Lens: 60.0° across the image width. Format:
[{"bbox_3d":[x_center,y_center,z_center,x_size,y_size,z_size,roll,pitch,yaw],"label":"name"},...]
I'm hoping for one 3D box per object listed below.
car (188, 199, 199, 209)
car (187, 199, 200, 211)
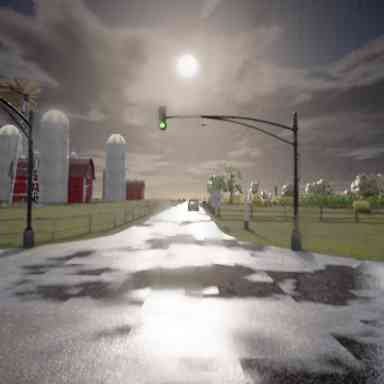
[{"bbox_3d":[0.310,2.382,67.934,2.150,2.045,5.566,0,-1,0],"label":"car"},{"bbox_3d":[0.256,2.460,57.480,2.128,1.511,4.902,0,-1,0],"label":"car"}]
